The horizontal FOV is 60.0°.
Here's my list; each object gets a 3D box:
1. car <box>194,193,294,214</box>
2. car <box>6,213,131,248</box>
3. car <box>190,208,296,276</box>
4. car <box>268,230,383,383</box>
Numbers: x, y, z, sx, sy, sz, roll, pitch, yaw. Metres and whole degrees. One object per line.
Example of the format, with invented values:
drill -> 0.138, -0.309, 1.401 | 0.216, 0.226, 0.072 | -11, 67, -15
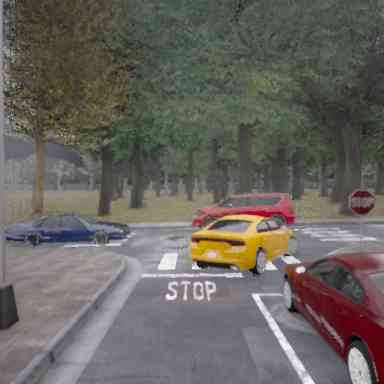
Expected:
car -> 2.784, 1.124, 18.245 | 5.566, 2.045, 2.150 | -1, 1, 0
car -> -5.619, 1.691, 15.304 | 5.357, 1.411, 2.033 | -1, 1, 0
car -> 1.845, 1.480, 10.686 | 1.882, 1.535, 5.008 | 0, 0, 32
car -> 2.627, 1.552, 4.860 | 1.887, 1.381, 4.507 | -1, 0, 0
